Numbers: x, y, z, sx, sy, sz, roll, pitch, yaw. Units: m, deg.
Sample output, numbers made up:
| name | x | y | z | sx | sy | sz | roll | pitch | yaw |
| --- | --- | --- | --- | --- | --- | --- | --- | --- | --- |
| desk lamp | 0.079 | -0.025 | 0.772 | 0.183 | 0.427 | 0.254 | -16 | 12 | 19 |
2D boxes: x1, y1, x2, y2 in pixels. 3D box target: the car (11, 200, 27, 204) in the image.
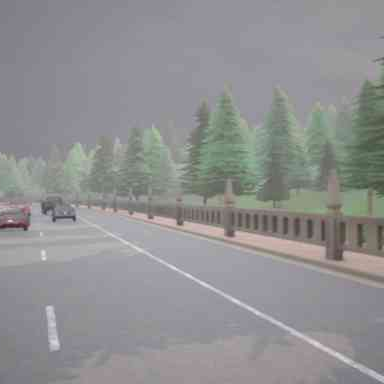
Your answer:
| name | x | y | z | sx | sy | sz | roll | pitch | yaw |
| --- | --- | --- | --- | --- | --- | --- | --- | --- | --- |
| car | -18.529 | 1.667 | 35.546 | 2.097 | 1.767 | 4.553 | 0 | 0 | -28 |

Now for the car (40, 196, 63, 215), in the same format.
| name | x | y | z | sx | sy | sz | roll | pitch | yaw |
| --- | --- | --- | --- | --- | --- | --- | --- | --- | --- |
| car | -16.237 | 1.528 | 38.687 | 2.150 | 2.045 | 5.566 | 0 | 0 | -28 |

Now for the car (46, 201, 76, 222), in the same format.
| name | x | y | z | sx | sy | sz | roll | pitch | yaw |
| --- | --- | --- | --- | --- | --- | --- | --- | --- | --- |
| car | -11.151 | 1.764 | 28.724 | 2.033 | 1.411 | 5.357 | 0 | 0 | -25 |

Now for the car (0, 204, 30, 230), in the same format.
| name | x | y | z | sx | sy | sz | roll | pitch | yaw |
| --- | --- | --- | --- | --- | --- | --- | --- | --- | --- |
| car | -11.981 | 1.765 | 22.254 | 1.994 | 1.385 | 4.181 | 0 | 0 | -25 |
